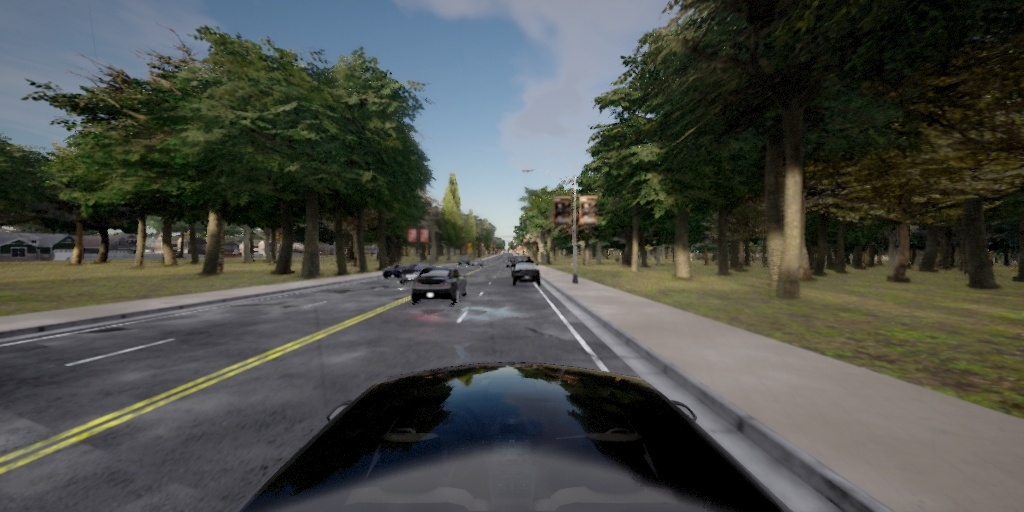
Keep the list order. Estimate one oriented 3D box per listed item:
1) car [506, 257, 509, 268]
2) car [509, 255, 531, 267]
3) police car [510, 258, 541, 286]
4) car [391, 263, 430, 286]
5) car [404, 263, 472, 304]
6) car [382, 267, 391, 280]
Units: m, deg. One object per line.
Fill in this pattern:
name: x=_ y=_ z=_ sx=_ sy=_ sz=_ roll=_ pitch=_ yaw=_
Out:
car: x=0.017 y=1.331 z=60.408 sx=1.994 sy=1.385 sz=4.181 roll=0 pitch=0 yaw=0
car: x=0.986 y=0.977 z=35.665 sx=2.150 sy=2.045 sz=5.566 roll=0 pitch=0 yaw=0
police car: x=0.982 y=1.175 z=25.745 sx=1.930 sy=1.638 sz=5.238 roll=0 pitch=0 yaw=0
car: x=-6.588 y=1.242 z=25.675 sx=2.128 sy=1.511 sz=4.902 roll=0 pitch=0 yaw=0
car: x=-3.144 y=1.254 z=16.208 sx=1.837 sy=1.490 sz=4.892 roll=0 pitch=0 yaw=0
car: x=-9.836 y=1.353 z=31.781 sx=1.895 sy=1.301 sz=4.718 roll=0 pitch=0 yaw=0
